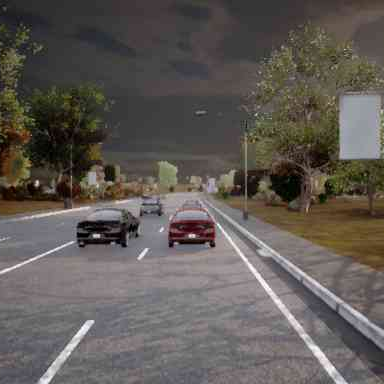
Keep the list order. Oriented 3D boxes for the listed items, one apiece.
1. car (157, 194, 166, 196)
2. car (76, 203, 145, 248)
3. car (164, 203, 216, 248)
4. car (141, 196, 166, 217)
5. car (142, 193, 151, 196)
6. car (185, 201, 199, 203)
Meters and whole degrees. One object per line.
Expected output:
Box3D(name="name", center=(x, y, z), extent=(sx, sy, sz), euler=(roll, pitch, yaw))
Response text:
Box3D(name="car", center=(-7.000, 1.108, 76.671), extent=(2.128, 1.511, 4.902), euler=(0, 0, 0))
Box3D(name="car", center=(-3.500, 1.449, 14.675), extent=(1.882, 1.535, 5.008), euler=(0, 0, 0))
Box3D(name="car", center=(0.000, 1.449, 14.675), extent=(1.882, 1.535, 5.008), euler=(0, 0, 0))
Box3D(name="car", center=(-3.500, 1.384, 29.673), extent=(2.128, 1.511, 4.902), euler=(0, 0, 0))
Box3D(name="car", center=(-10.500, 1.061, 76.671), extent=(1.882, 1.535, 5.008), euler=(0, 0, 0))
Box3D(name="car", center=(0.000, 1.461, 29.674), extent=(1.994, 1.385, 4.181), euler=(0, 0, 0))
